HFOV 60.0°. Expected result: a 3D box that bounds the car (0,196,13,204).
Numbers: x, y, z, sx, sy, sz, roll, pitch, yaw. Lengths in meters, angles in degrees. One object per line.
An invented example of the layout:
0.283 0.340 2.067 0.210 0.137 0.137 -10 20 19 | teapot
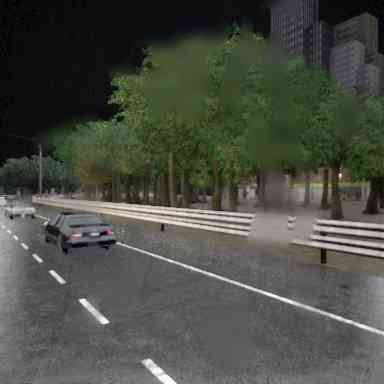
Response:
-35.497 1.450 63.110 2.128 1.511 4.902 0 0 -19 | car

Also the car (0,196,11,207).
-26.439 1.494 45.798 1.812 1.442 4.674 0 0 -33 | car

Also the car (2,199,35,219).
-14.823 1.577 28.555 1.895 1.301 4.718 0 0 -34 | car

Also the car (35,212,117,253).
-4.828 1.536 13.775 2.033 1.411 5.357 0 0 -34 | car
